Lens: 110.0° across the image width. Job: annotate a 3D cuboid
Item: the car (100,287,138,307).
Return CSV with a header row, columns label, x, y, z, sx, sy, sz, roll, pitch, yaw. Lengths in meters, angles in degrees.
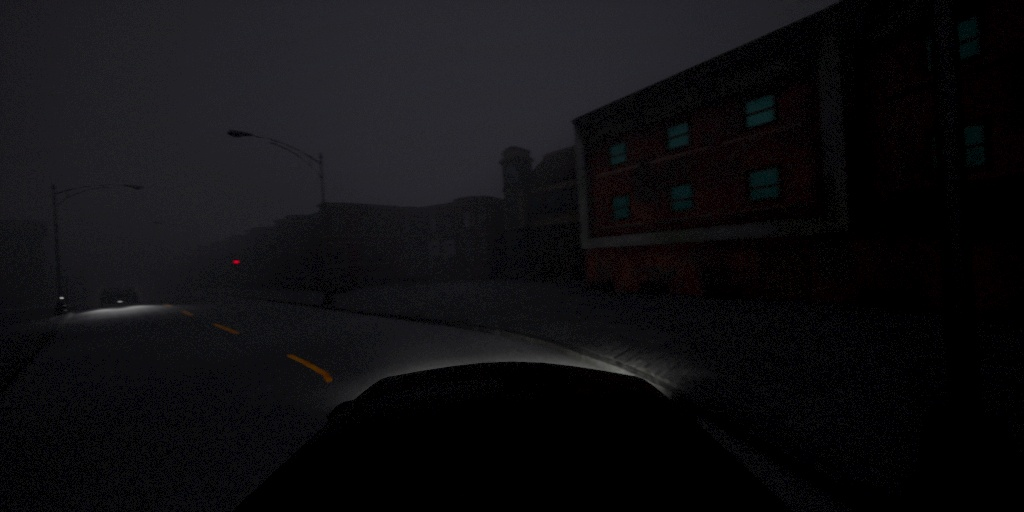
label,x,y,z,sx,sy,sz,roll,pitch,yaw
car,-29.584,3.018,26.970,4.718,1.301,1.895,-3,0,41
